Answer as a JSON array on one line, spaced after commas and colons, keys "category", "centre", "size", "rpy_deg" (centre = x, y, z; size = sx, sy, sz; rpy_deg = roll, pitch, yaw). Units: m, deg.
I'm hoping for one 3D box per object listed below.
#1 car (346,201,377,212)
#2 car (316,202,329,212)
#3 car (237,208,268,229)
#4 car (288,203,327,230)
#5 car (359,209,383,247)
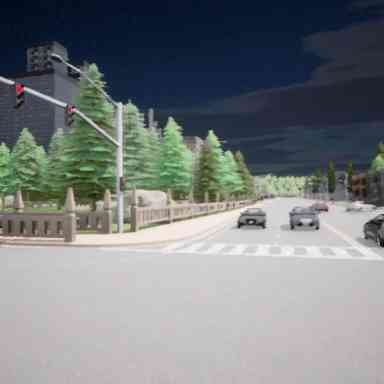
[{"category": "car", "centre": [22.558, 1.949, 44.408], "size": [4.674, 1.442, 1.812], "rpy_deg": [0, -1, -29]}, {"category": "car", "centre": [18.217, 2.083, 47.236], "size": [1.994, 1.385, 4.181], "rpy_deg": [-1, -1, 16]}, {"category": "car", "centre": [4.534, 1.894, 24.475], "size": [1.994, 1.385, 4.181], "rpy_deg": [-1, -1, 16]}, {"category": "car", "centre": [7.874, 1.766, 23.427], "size": [2.128, 1.511, 4.902], "rpy_deg": [-1, -1, 16]}, {"category": "car", "centre": [9.381, 1.698, 15.464], "size": [1.994, 1.385, 4.181], "rpy_deg": [-1, -1, 17]}]
